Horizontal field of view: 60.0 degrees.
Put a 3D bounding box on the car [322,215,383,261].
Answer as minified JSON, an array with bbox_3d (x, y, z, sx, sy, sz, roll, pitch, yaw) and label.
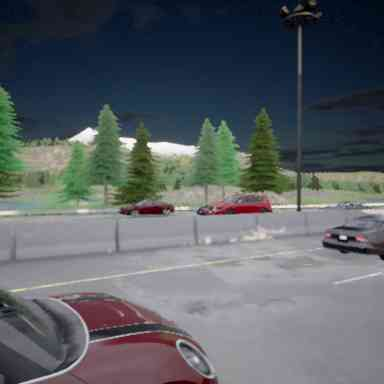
[{"bbox_3d":[7.152,1.551,12.150,5.357,1.411,2.033,0,0,-29],"label":"car"}]

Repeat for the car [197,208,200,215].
[{"bbox_3d":[2.541,1.529,29.690,4.181,1.385,1.994,0,0,-28],"label":"car"}]

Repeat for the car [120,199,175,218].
[{"bbox_3d":[-4.011,1.423,30.101,5.008,1.535,1.882,0,0,-29],"label":"car"}]

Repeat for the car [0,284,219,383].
[{"bbox_3d":[-1.958,1.343,2.264,4.553,1.767,2.097,0,0,-34],"label":"car"}]

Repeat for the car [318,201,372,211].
[{"bbox_3d":[12.262,1.490,26.724,4.902,1.511,2.128,0,0,-25],"label":"car"}]

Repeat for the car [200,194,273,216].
[{"bbox_3d":[3.822,1.194,26.457,5.566,2.045,2.150,0,0,-28],"label":"car"}]
